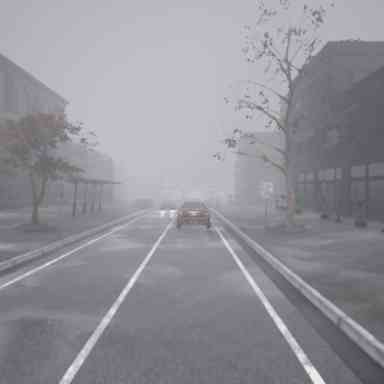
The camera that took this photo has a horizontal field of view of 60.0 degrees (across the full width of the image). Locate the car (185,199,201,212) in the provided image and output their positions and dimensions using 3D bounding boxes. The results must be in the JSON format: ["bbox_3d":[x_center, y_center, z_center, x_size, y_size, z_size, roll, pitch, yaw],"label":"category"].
[{"bbox_3d":[0.093,1.578,40.457,1.837,1.490,4.892,0,-1,0],"label":"car"}]

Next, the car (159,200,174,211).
[{"bbox_3d":[-3.092,1.675,42.930,1.994,1.385,4.181,0,-1,0],"label":"car"}]

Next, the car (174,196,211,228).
[{"bbox_3d":[0.095,1.350,22.041,2.097,1.767,4.553,0,0,0],"label":"car"}]
